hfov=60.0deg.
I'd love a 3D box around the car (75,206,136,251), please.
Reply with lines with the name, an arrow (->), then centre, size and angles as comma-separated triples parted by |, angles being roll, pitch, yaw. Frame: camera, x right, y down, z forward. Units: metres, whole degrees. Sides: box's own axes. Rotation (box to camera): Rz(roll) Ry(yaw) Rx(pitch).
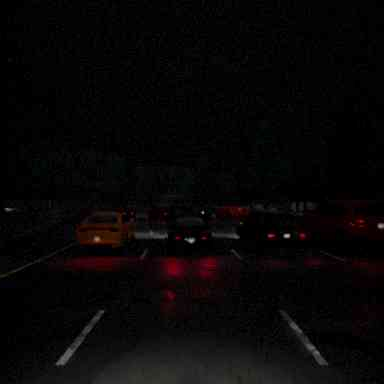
car -> -3.701, 1.617, 14.793 | 1.882, 1.535, 5.008 | 0, 0, -4

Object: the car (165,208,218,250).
car -> -0.197, 1.666, 14.900 | 1.812, 1.442, 4.674 | 0, 0, -4

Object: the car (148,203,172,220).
car -> -2.998, 1.774, 31.497 | 1.882, 1.535, 5.008 | 0, 0, -16

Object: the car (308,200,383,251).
car -> 6.826, 1.358, 14.964 | 2.150, 2.045, 5.566 | 0, 0, -4

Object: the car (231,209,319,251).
car -> 3.335, 1.686, 14.713 | 2.033, 1.411, 5.357 | 0, -1, -4

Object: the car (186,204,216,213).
car -> 0.439, 1.867, 32.212 | 1.994, 1.385, 4.181 | 0, -1, -16

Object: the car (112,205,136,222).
car -> -6.267, 1.885, 30.233 | 1.895, 1.301, 4.718 | 0, -1, -15

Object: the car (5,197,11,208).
car -> -32.526, 1.756, 56.389 | 2.150, 2.045, 5.566 | 1, -1, -42

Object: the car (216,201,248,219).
car -> 3.880, 1.659, 32.922 | 2.097, 1.767, 4.553 | 0, -1, -15
